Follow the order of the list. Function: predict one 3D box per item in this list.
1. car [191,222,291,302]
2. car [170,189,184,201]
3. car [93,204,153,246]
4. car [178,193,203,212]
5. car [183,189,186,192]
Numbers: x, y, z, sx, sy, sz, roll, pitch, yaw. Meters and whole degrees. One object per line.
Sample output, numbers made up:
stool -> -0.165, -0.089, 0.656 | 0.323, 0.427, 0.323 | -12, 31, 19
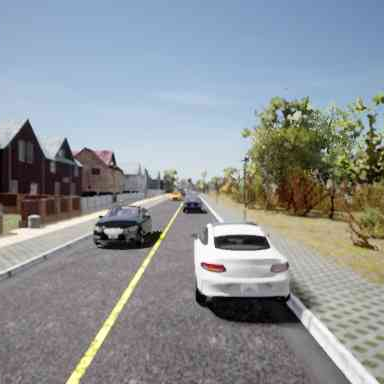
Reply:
car -> 0.960, 1.427, 7.880 | 1.812, 1.442, 4.674 | 0, 1, 0
car -> -2.816, 0.754, 58.055 | 1.882, 1.535, 5.008 | 0, 1, 0
car -> -2.852, 1.313, 14.482 | 2.128, 1.511, 4.902 | 0, 1, 0
car -> 0.044, 1.153, 31.855 | 2.033, 1.411, 5.357 | 0, 1, 0
car -> -2.755, 0.176, 82.761 | 2.150, 2.045, 5.566 | 0, 1, 0
